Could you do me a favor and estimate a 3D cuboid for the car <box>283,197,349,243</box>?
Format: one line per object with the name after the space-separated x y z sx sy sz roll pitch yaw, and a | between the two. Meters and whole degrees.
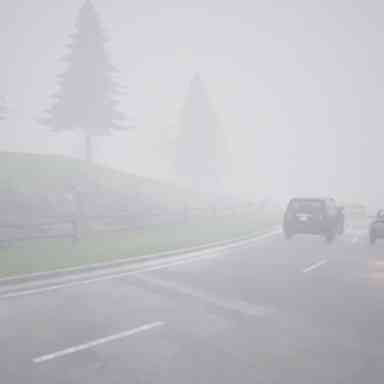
6.272 1.268 16.831 2.150 2.045 5.566 0 0 31 | car

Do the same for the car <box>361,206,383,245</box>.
9.264 1.517 15.260 2.128 1.511 4.902 0 0 31 | car

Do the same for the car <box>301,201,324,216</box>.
12.720 1.662 35.274 1.994 1.385 4.181 0 0 15 | car

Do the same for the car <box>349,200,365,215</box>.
15.654 1.550 32.731 1.882 1.535 5.008 0 0 16 | car
